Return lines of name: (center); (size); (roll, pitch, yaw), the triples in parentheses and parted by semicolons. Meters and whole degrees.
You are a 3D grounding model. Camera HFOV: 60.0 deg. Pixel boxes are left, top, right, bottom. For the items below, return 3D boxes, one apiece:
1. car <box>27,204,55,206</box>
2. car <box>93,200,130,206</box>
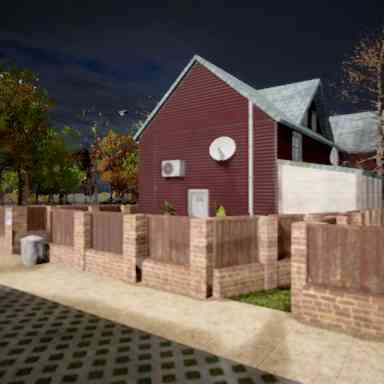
car: (-9.443, 1.543, 21.544); (1.837, 1.490, 4.892); (-1, -1, 36)
car: (-8.492, 1.585, 34.317); (1.837, 1.490, 4.892); (0, 0, 35)
